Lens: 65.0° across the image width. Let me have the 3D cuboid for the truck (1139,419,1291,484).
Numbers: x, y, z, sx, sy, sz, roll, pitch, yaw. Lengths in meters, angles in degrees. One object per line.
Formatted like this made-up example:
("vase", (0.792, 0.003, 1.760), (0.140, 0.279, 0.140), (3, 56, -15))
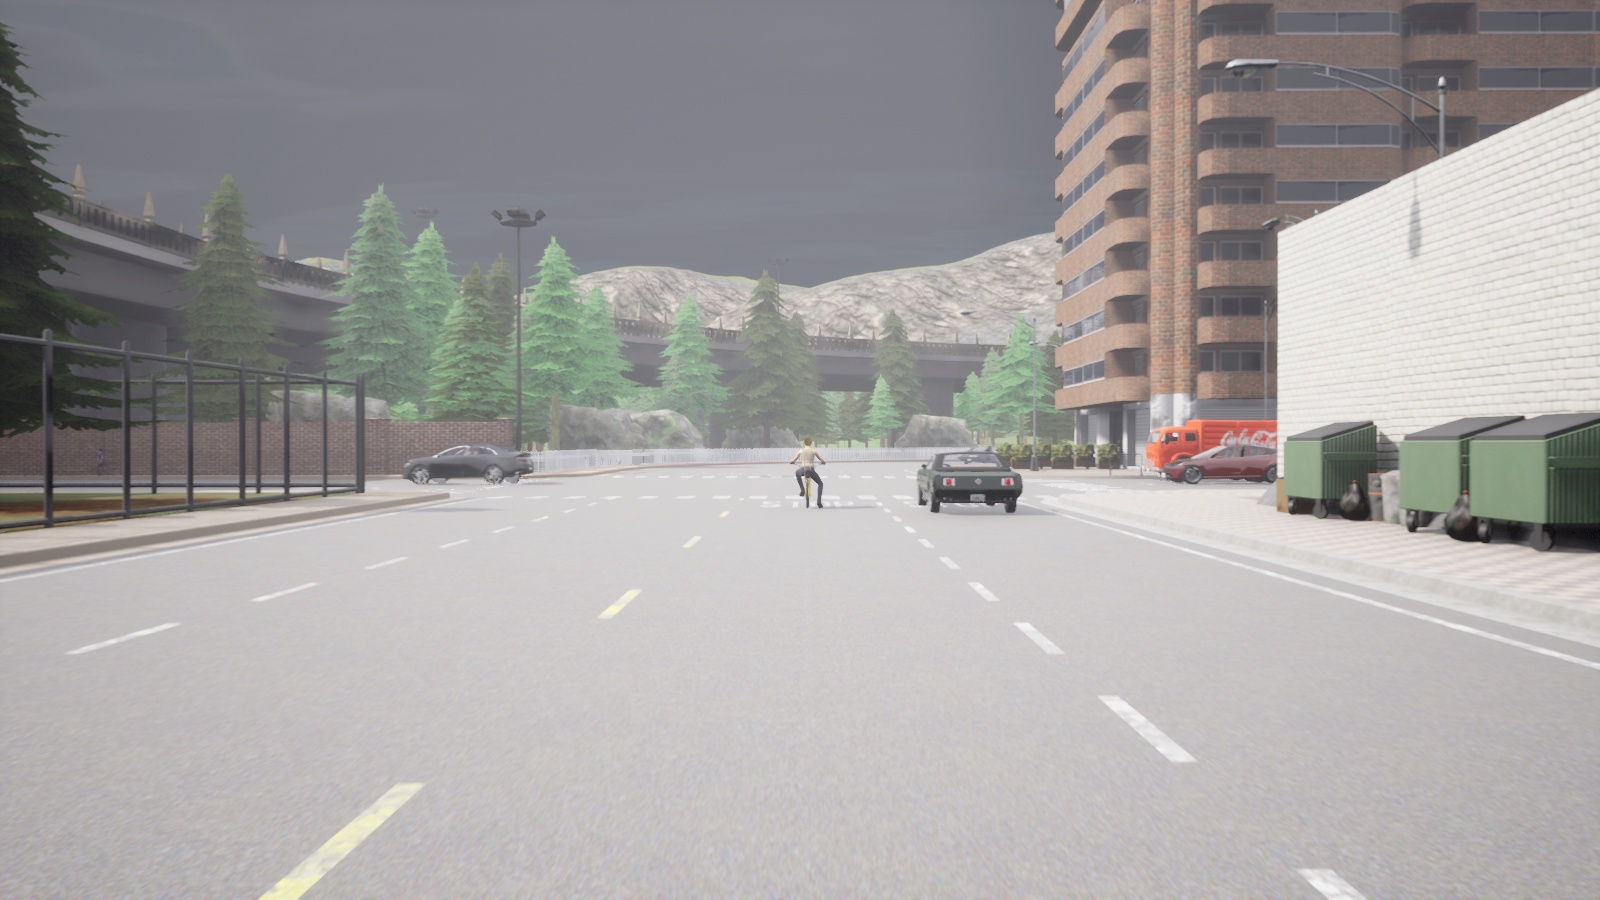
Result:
("truck", (16.542, 0.053, 50.279), (5.204, 2.467, 2.627), (1, 0, 1))

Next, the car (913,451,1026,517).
("car", (3.674, 0.692, 27.941), (1.895, 1.301, 4.718), (0, 0, 0))

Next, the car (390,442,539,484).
("car", (-12.476, 0.474, 46.820), (4.902, 1.511, 2.128), (0, 0, 9))

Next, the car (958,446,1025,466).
("car", (12.982, 0.378, 85.127), (4.718, 1.301, 1.895), (0, 0, -42))

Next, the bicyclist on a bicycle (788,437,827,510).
("bicyclist on a bicycle", (0.177, 0.521, 28.742), (0.866, 1.612, 1.509), (0, 0, 1))

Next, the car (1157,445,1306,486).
("car", (16.000, 0.551, 46.783), (4.792, 1.488, 2.163), (0, 0, 0))
